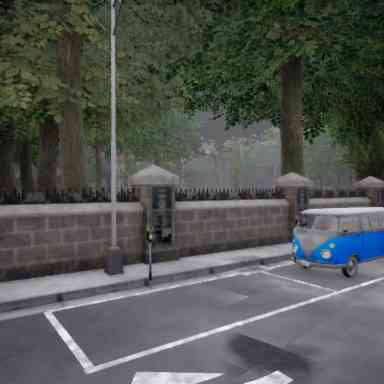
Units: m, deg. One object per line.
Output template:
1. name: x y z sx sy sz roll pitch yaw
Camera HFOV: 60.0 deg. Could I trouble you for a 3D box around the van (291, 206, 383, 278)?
1. van: 4.648 1.337 9.853 3.998 1.788 1.690 0 0 -35
